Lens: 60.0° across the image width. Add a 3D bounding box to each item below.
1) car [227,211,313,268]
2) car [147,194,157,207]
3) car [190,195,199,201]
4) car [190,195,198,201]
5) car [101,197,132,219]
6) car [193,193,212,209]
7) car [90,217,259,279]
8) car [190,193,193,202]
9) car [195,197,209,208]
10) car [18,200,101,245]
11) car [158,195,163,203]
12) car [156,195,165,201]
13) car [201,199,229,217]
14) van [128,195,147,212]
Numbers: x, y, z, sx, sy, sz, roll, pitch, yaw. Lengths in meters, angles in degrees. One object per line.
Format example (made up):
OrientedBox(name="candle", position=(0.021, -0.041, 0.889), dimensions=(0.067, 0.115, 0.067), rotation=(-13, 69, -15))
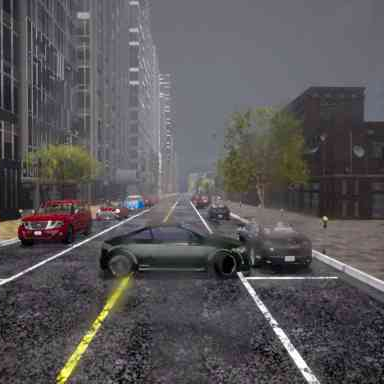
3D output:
OrientedBox(name="car", position=(2.564, 1.548, 11.092), dimensions=(2.008, 1.369, 4.403), rotation=(-1, 0, -1))
OrientedBox(name="car", position=(-6.921, 1.298, 49.617), dimensions=(2.192, 1.841, 5.009), rotation=(-1, 0, -1))
OrientedBox(name="car", position=(0.626, 1.537, 83.014), dimensions=(1.947, 1.339, 4.313), rotation=(-1, 0, -1))
OrientedBox(name="car", position=(0.487, 1.551, 88.547), dimensions=(1.802, 1.307, 4.206), rotation=(-1, 0, -1))
OrientedBox(name="car", position=(-6.356, 1.432, 26.757), dimensions=(1.967, 1.590, 4.097), rotation=(-1, 0, -1))
OrientedBox(name="car", position=(1.596, 1.301, 44.285), dimensions=(2.192, 1.841, 5.009), rotation=(-1, 0, -1))
OrientedBox(name="car", position=(-0.455, 1.557, 9.491), dimensions=(4.181, 1.385, 1.994), rotation=(0, 0, -1))
OrientedBox(name="car", position=(0.900, 1.290, 71.949), dimensions=(2.192, 1.841, 5.009), rotation=(-1, 0, -1))
OrientedBox(name="car", position=(1.456, 1.509, 49.988), dimensions=(1.752, 1.417, 4.829), rotation=(-1, 0, -1))
OrientedBox(name="car", position=(-6.170, 1.310, 15.689), dimensions=(2.192, 1.841, 5.009), rotation=(-1, 0, -1))
OrientedBox(name="car", position=(-7.335, 1.522, 66.216), dimensions=(1.887, 1.381, 4.507), rotation=(-1, 0, -1))
OrientedBox(name="car", position=(-7.749, 1.496, 82.645), dimensions=(1.752, 1.417, 4.829), rotation=(-1, 0, -1))
OrientedBox(name="car", position=(2.047, 1.543, 26.952), dimensions=(2.008, 1.369, 4.403), rotation=(-1, 0, -1))
OrientedBox(name="van", position=(-6.642, 1.329, 38.551), dimensions=(1.690, 1.788, 3.998), rotation=(-1, 0, -1))
